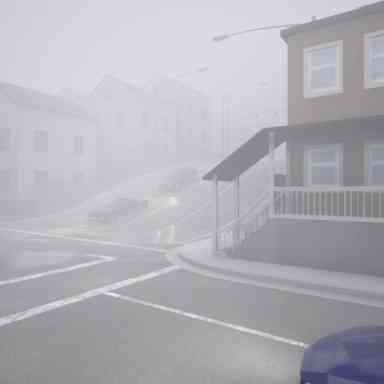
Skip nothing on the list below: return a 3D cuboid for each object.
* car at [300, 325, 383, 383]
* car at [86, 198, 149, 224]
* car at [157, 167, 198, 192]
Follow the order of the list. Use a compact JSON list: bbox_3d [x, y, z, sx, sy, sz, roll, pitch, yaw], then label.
[{"bbox_3d":[2.981,1.526,1.838,4.674,1.442,1.812,0,0,36],"label":"car"},{"bbox_3d":[-5.361,1.256,24.187,1.895,1.301,4.718,0,12,34],"label":"car"},{"bbox_3d":[-1.275,-1.269,30.157,1.837,1.490,4.892,0,20,34],"label":"car"}]
